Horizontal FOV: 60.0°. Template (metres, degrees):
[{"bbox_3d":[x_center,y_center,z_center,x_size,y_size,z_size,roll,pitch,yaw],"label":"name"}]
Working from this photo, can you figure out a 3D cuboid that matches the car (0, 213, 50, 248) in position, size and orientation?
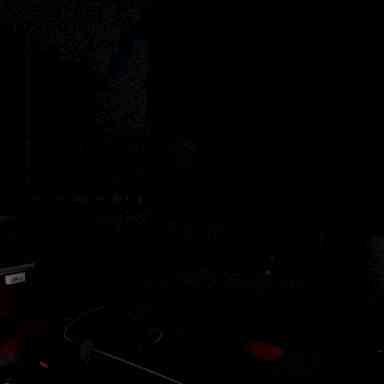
[{"bbox_3d":[-4.455,1.315,6.127,5.009,1.841,2.192,0,0,35],"label":"car"}]

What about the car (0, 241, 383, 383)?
[{"bbox_3d":[-0.023,1.440,2.976,4.097,1.590,1.967,0,0,35],"label":"car"}]
